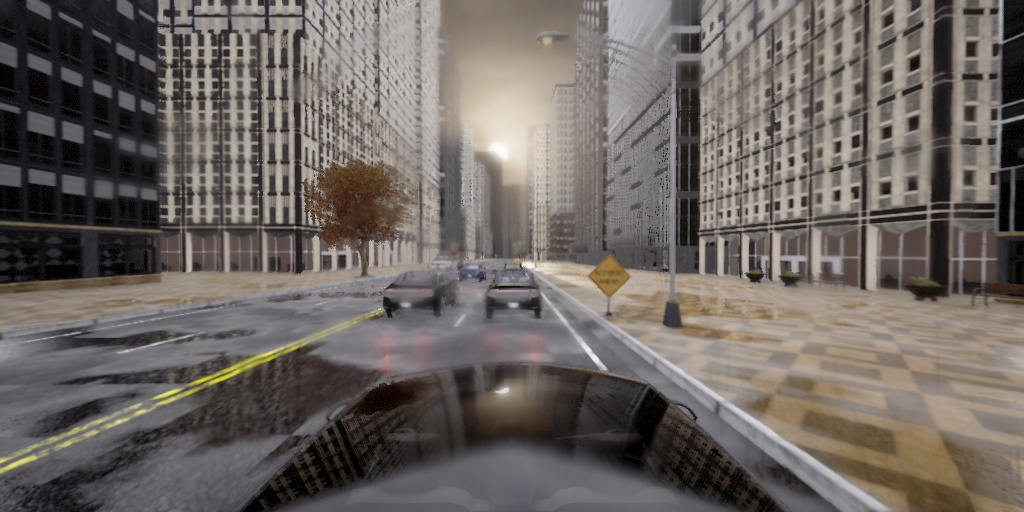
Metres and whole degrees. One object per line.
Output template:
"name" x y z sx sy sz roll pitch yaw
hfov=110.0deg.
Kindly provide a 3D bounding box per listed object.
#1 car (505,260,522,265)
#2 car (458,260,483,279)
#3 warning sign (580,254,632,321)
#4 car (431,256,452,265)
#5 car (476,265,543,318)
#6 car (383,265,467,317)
"car" 0.075 1.309 28.326 1.837 1.490 4.892 0 0 0
"car" -3.171 1.331 29.489 1.812 1.442 4.674 0 0 0
"warning sign" 2.851 0.883 10.621 1.300 1.860 1.060 0 0 0
"car" -9.826 1.069 50.435 2.150 2.045 5.566 0 0 0
"car" 0.073 1.264 13.082 2.128 1.511 4.902 0 0 0
"car" -3.176 1.266 13.239 2.128 1.511 4.902 0 0 0
